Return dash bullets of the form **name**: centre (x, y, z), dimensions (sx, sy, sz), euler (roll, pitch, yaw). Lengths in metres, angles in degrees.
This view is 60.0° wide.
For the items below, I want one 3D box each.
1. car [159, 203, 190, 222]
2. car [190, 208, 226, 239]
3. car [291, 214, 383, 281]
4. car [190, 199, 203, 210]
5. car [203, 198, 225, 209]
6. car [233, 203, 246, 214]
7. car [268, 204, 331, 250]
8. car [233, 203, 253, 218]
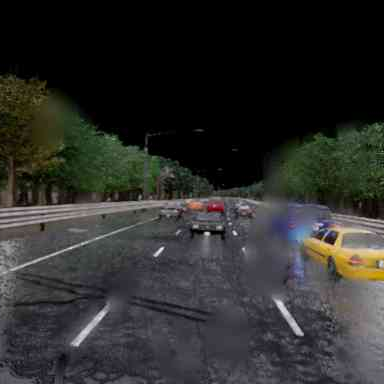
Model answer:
- **car**: centre (-1.735, 1.792, 29.795), dimensions (2.128, 1.511, 4.902), euler (2, -1, 5)
- **car**: centre (0.959, 1.875, 19.338), dimensions (1.895, 1.301, 4.718), euler (2, -1, 4)
- **car**: centre (4.894, 1.774, 10.694), dimensions (1.801, 1.575, 5.366), euler (2, -1, 3)
- **car**: centre (0.679, 2.040, 53.232), dimensions (2.097, 1.767, 4.553), euler (2, -1, 7)
- **car**: centre (3.046, 1.875, 43.234), dimensions (2.150, 2.045, 5.566), euler (2, -1, 6)
- **car**: centre (7.248, 2.438, 50.877), dimensions (1.812, 1.442, 4.674), euler (2, -1, 7)
- **car**: centre (5.241, 1.626, 16.434), dimensions (2.150, 2.045, 5.566), euler (2, -1, 4)
- **car**: centre (6.006, 2.236, 38.724), dimensions (1.812, 1.442, 4.674), euler (2, -1, 7)
